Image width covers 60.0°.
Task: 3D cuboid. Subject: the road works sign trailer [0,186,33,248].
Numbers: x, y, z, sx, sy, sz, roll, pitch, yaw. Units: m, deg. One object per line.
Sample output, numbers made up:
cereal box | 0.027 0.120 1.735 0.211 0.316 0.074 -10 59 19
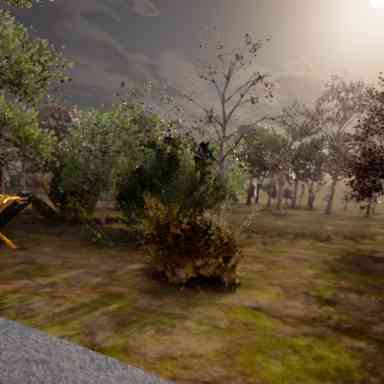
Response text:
road works sign trailer | -7.586 0.992 13.145 2.880 2.380 3.560 47 -7 -7
